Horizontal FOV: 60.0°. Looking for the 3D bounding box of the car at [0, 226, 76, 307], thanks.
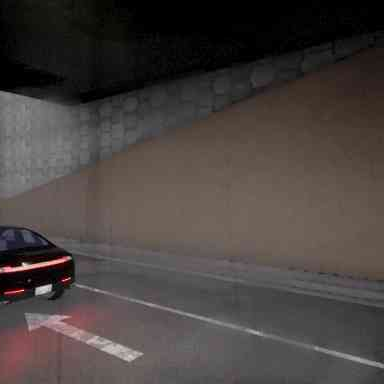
[{"bbox_3d":[-4.557,1.492,7.222,4.902,1.511,2.128,0,0,36],"label":"car"}]
